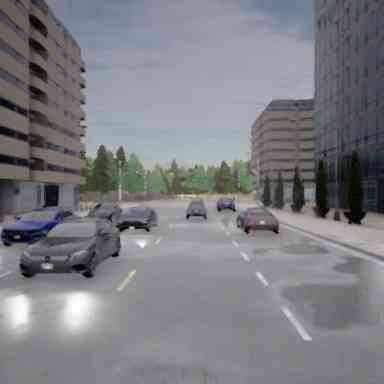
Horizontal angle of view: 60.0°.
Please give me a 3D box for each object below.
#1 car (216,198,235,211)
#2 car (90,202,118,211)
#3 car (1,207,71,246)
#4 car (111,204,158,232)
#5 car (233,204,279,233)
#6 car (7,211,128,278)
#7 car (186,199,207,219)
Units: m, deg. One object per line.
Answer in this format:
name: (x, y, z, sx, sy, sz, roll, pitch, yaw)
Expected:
car: (4.160, 1.468, 41.649, 2.097, 1.767, 4.553, 0, 0, 1)
car: (-6.660, 1.570, 26.030, 1.837, 1.490, 4.892, 0, 0, 1)
car: (-6.865, 1.515, 15.673, 1.882, 1.535, 5.008, 0, 0, 1)
car: (-3.243, 1.602, 20.863, 2.033, 1.411, 5.357, 0, 0, 1)
car: (3.854, 1.621, 20.077, 1.994, 1.385, 4.181, 0, 0, 1)
car: (-3.473, 1.552, 10.396, 1.812, 1.442, 4.674, 0, 0, 1)
car: (0.409, 1.629, 30.006, 2.033, 1.411, 5.357, 0, 0, 1)
